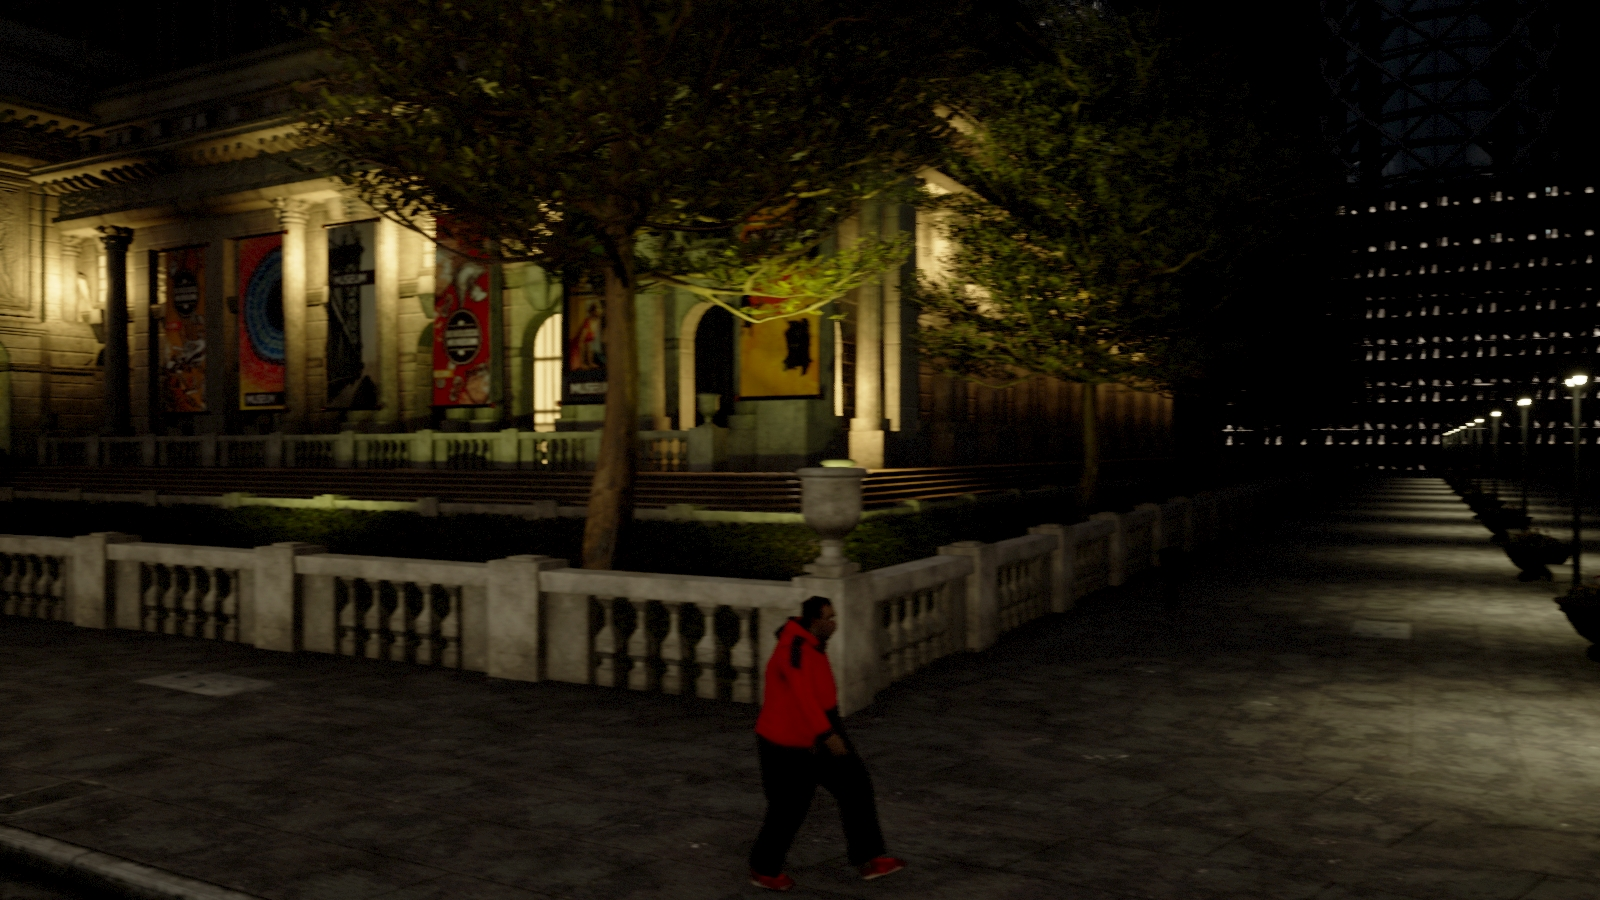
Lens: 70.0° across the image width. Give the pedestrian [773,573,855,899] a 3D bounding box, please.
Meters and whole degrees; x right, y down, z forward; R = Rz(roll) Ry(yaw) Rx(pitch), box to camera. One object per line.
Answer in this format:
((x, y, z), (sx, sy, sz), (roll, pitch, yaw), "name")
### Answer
((0.088, 1.685, 6.769), (0.375, 1.860, 0.375), (0, 0, 22), "pedestrian")
